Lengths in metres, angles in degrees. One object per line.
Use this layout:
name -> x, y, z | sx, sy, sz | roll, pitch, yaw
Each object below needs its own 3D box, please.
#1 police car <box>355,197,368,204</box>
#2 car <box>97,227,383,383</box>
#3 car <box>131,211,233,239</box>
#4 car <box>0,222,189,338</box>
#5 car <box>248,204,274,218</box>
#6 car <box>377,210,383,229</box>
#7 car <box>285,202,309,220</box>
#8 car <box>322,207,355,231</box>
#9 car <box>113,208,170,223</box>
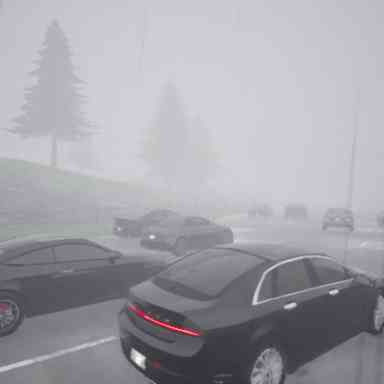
police car -> 42.243, 2.128, 82.228 | 1.930, 1.638, 5.238 | 0, 0, 21
car -> 1.294, 1.543, 5.082 | 4.892, 1.490, 1.837 | 1, 0, -39
car -> -0.116, 1.655, 13.780 | 1.994, 1.385, 4.181 | 0, 0, 43
car -> -2.516, 1.561, 6.646 | 4.674, 1.442, 1.812 | 1, 0, -39
car -> 6.992, 1.848, 33.407 | 1.895, 1.301, 4.718 | 0, 0, 22
car -> 13.926, 1.767, 22.709 | 1.994, 1.385, 4.181 | 0, 0, 24
car -> 10.011, 1.725, 31.629 | 1.882, 1.535, 5.008 | 0, 0, 22
car -> 9.781, 1.731, 22.189 | 2.033, 1.411, 5.357 | 0, 0, 25
car -> -1.725, 1.585, 17.140 | 1.882, 1.535, 5.008 | 0, 0, 41
